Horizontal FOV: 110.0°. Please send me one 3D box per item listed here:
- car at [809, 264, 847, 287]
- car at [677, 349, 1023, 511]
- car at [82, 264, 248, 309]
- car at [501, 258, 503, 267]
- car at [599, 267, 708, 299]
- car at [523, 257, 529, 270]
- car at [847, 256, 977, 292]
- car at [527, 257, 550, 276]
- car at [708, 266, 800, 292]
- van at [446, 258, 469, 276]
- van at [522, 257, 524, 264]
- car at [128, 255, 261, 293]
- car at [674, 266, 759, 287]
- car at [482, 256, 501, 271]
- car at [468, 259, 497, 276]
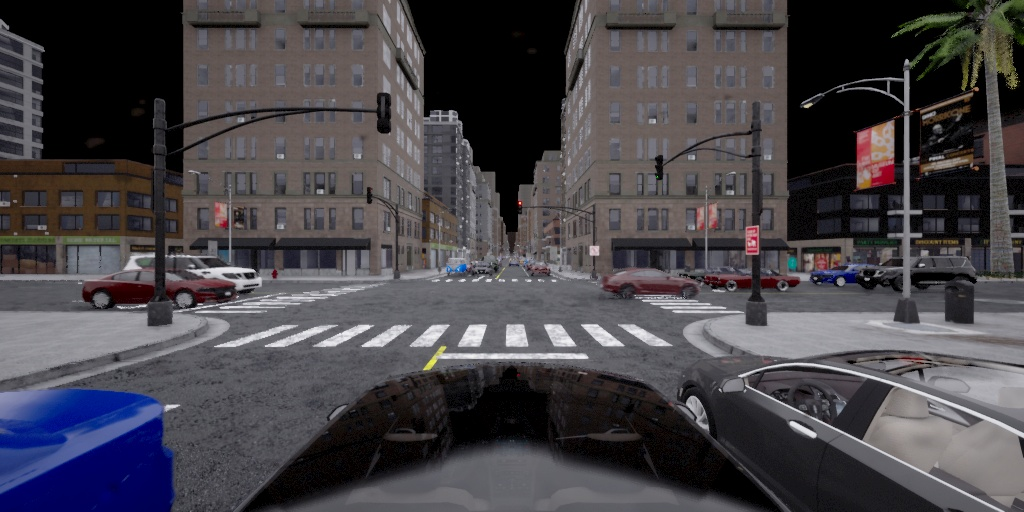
[{"bbox_3d":[23.058,1.258,24.308,5.008,1.535,1.882,0,0,0],"label":"car"},{"bbox_3d":[2.668,1.300,2.286,2.007,1.370,4.403,0,0,0],"label":"car"},{"bbox_3d":[-13.747,1.212,14.179,5.008,1.535,1.882,0,0,0],"label":"car"},{"bbox_3d":[-2.847,1.354,55.711,1.895,1.301,4.718,0,0,0],"label":"car"},{"bbox_3d":[6.656,1.287,17.527,4.674,1.442,1.812,0,0,0],"label":"car"},{"bbox_3d":[2.880,1.193,48.273,1.967,1.591,4.097,0,0,0],"label":"car"},{"bbox_3d":[23.610,1.007,21.061,5.566,2.045,2.150,0,0,0],"label":"car"},{"bbox_3d":[2.825,1.192,36.935,1.967,1.591,4.097,0,0,0],"label":"car"},{"bbox_3d":[13.857,1.370,21.014,4.718,1.301,1.895,0,0,0],"label":"car"},{"bbox_3d":[-5.701,1.093,36.974,1.690,1.789,3.998,0,0,0],"label":"van"},{"bbox_3d":[2.934,1.094,59.612,1.690,1.789,3.998,0,0,0],"label":"van"},{"bbox_3d":[-15.506,0.950,17.470,5.566,2.045,2.150,0,0,-2],"label":"car"},{"bbox_3d":[13.739,1.365,24.263,4.718,1.301,1.895,0,0,0],"label":"car"},{"bbox_3d":[-2.896,0.975,45.920,2.150,2.045,5.566,0,0,0],"label":"car"},{"bbox_3d":[-2.945,1.316,36.612,1.994,1.385,4.181,0,0,0],"label":"car"}]
